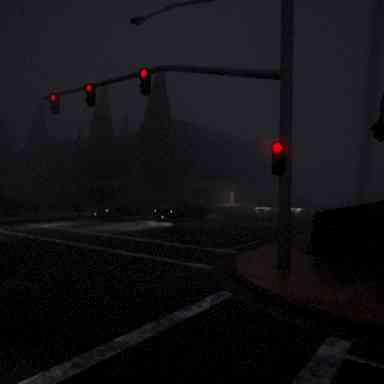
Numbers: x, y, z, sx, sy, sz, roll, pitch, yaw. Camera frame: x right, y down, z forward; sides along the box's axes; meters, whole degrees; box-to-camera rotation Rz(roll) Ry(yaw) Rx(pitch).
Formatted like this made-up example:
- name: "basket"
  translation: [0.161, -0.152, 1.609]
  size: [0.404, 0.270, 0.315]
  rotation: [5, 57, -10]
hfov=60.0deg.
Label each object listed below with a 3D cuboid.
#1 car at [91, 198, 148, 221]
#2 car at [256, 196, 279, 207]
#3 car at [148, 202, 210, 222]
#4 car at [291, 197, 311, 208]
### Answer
- name: "car"
  translation: [-5.080, 1.229, 24.454]
  size: [2.128, 1.511, 4.902]
  rotation: [1, 1, 37]
- name: "car"
  translation: [10.579, 1.298, 45.196]
  size: [2.033, 1.411, 5.357]
  rotation: [1, 1, 37]
- name: "car"
  translation: [-0.684, 1.390, 24.477]
  size: [1.895, 1.301, 4.718]
  rotation: [1, 1, 37]
- name: "car"
  translation: [14.185, 1.349, 44.153]
  size: [2.033, 1.411, 5.357]
  rotation: [1, 1, 37]
